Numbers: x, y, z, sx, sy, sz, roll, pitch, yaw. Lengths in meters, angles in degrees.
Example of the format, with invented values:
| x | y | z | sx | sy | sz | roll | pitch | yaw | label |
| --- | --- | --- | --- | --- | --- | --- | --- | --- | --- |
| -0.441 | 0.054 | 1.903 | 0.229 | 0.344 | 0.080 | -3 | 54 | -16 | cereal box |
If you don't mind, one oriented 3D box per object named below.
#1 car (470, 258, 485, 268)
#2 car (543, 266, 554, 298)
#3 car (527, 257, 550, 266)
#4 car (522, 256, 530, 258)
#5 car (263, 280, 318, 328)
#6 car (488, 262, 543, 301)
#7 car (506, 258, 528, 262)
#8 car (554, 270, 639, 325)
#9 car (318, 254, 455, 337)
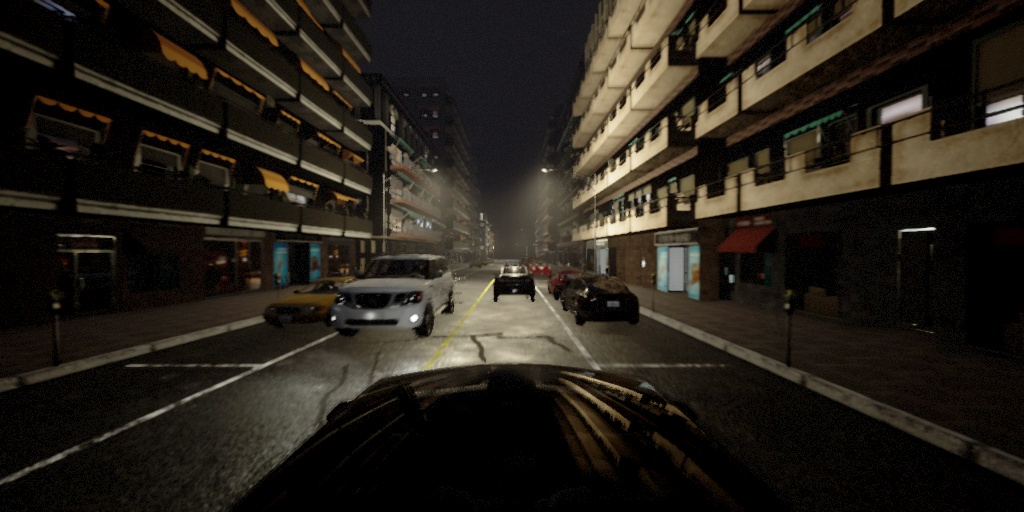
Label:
| x | y | z | sx | sy | sz | roll | pitch | yaw | label |
| --- | --- | --- | --- | --- | --- | --- | --- | --- | --- |
| -5.698 | 1.197 | 56.738 | 1.751 | 1.417 | 4.829 | 0 | 0 | 0 | car |
| 2.687 | 1.308 | 17.229 | 1.802 | 1.307 | 4.207 | 0 | 0 | 0 | car |
| 2.686 | 1.140 | 34.220 | 1.967 | 1.591 | 4.097 | 0 | 0 | 0 | car |
| 2.684 | 1.000 | 45.548 | 2.192 | 1.841 | 5.009 | 0 | 0 | 0 | car |
| -5.693 | 1.260 | 11.427 | 1.751 | 1.417 | 4.829 | 0 | 0 | 0 | car |
| 0.099 | 1.218 | 17.120 | 2.128 | 1.511 | 4.902 | 0 | 0 | 0 | car |
| 0.093 | 1.193 | 33.553 | 2.128 | 1.511 | 4.902 | 0 | 0 | 0 | car |
| 2.688 | 1.301 | 11.564 | 1.948 | 1.339 | 4.313 | 0 | 0 | 0 | car |
| -3.098 | 0.957 | 10.614 | 2.150 | 2.045 | 5.566 | 0 | 0 | 0 | car |
